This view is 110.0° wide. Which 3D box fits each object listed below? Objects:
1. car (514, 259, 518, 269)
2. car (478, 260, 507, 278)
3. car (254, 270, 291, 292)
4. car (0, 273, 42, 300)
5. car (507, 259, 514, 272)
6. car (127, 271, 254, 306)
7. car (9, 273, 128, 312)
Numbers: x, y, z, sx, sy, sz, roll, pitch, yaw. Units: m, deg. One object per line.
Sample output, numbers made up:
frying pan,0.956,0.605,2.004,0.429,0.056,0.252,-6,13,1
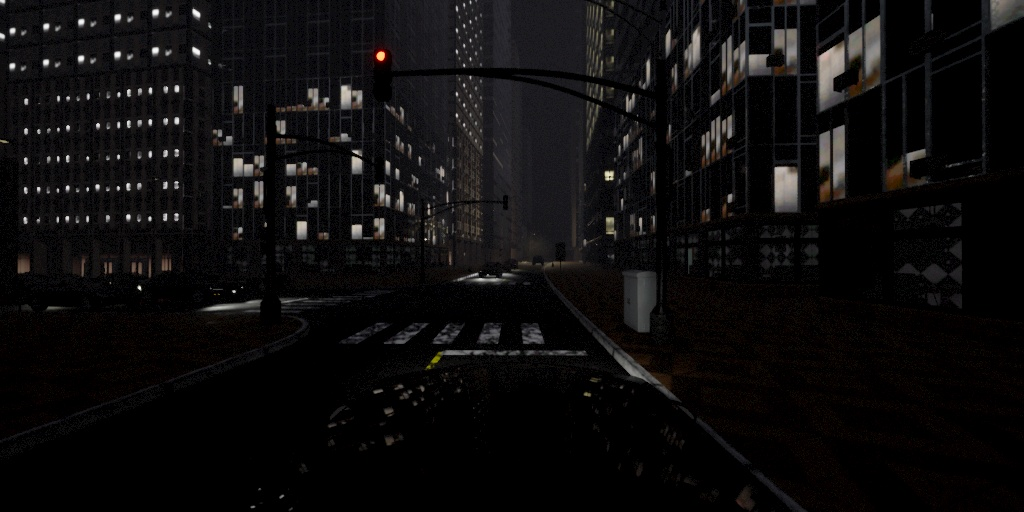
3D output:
car,-0.134,1.175,54.626,1.882,1.535,5.008,0,0,7
car,-1.944,1.277,34.218,2.033,1.411,5.357,0,0,4
car,-16.818,1.607,23.567,4.403,1.370,2.007,0,0,9
car,-25.833,1.650,19.138,5.008,1.535,1.882,-1,0,9
car,-1.161,1.317,44.227,1.895,1.301,4.718,0,0,5
car,-15.647,1.495,17.534,4.892,1.490,1.837,-1,0,10
car,-18.129,1.565,15.290,4.403,1.370,2.007,0,0,9
